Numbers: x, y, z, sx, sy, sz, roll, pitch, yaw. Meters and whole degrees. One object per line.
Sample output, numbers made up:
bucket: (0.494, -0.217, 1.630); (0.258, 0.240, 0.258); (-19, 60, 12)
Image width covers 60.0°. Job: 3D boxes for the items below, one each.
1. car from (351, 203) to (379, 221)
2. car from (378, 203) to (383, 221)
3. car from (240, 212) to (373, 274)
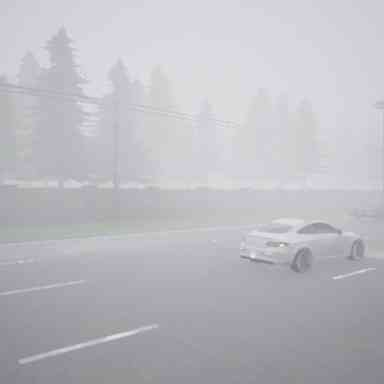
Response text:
car: (15.218, 1.584, 27.511); (5.357, 1.411, 2.033); (0, 0, -36)
car: (15.280, 1.559, 23.253); (4.674, 1.442, 1.812); (0, 0, -36)
car: (3.581, 1.537, 10.601); (4.674, 1.442, 1.812); (0, 0, -36)
